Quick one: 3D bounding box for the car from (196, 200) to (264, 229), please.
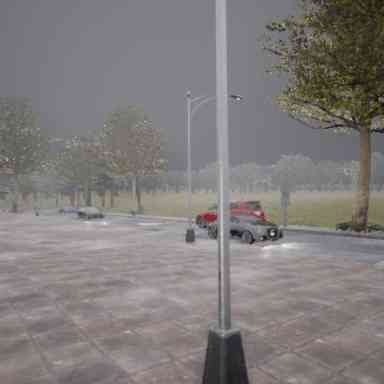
[{"bbox_3d":[2.536,1.587,22.818,2.150,2.045,5.566,-1,-1,-36],"label":"car"}]

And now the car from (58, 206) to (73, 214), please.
[{"bbox_3d":[-21.004,2.977,55.815,2.033,1.411,5.357,-1,-1,-36],"label":"car"}]

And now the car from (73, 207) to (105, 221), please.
[{"bbox_3d":[-11.396,2.381,37.310,1.882,1.535,5.008,-1,-1,-35],"label":"car"}]

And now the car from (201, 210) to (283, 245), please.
[{"bbox_3d":[2.693,1.868,17.530,1.994,1.385,4.181,-1,0,-36],"label":"car"}]
